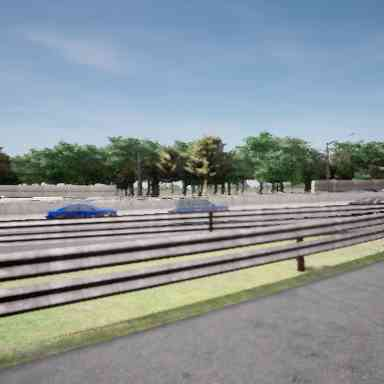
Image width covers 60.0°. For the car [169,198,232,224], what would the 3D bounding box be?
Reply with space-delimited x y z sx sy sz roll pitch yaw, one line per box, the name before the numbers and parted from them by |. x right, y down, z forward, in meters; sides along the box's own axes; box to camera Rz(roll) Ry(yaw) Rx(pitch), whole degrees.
car | 0.629 1.218 23.107 4.553 1.767 2.097 -2 1 -16

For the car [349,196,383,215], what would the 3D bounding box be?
car | 13.169 1.035 23.005 4.902 1.511 2.128 -2 0 -16

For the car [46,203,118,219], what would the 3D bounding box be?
car | -7.970 1.565 24.321 5.008 1.535 1.882 -2 1 -16
